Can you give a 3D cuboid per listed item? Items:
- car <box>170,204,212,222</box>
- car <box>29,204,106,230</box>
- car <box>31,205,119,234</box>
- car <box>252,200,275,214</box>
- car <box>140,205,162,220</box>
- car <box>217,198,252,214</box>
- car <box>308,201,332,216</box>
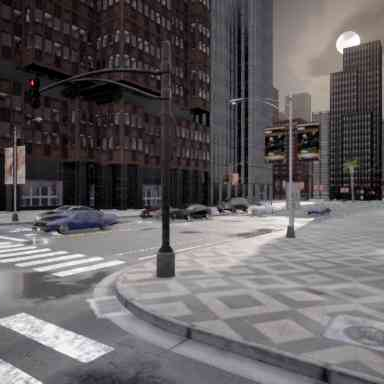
[{"bbox_3d":[-0.025,1.868,30.981,1.882,1.535,5.008,0,-1,35],"label":"car"},{"bbox_3d":[-8.862,1.723,24.125,2.128,1.511,4.902,0,-1,35],"label":"car"},{"bbox_3d":[-7.124,1.760,20.958,2.033,1.411,5.357,0,-1,35],"label":"car"},{"bbox_3d":[9.500,2.157,44.376,1.812,1.442,4.674,0,-1,36],"label":"car"},{"bbox_3d":[-3.102,1.940,32.270,1.994,1.385,4.181,0,-1,35],"label":"car"},{"bbox_3d":[5.532,1.814,44.420,2.150,2.045,5.566,0,-1,36],"label":"car"},{"bbox_3d":[16.352,2.224,42.526,2.033,1.411,5.357,0,-1,35],"label":"car"}]
